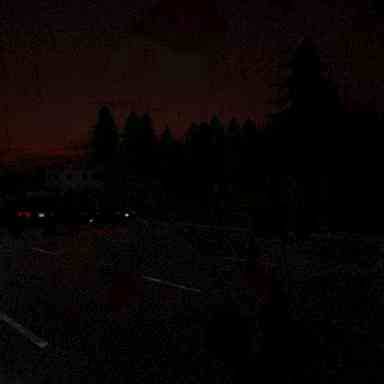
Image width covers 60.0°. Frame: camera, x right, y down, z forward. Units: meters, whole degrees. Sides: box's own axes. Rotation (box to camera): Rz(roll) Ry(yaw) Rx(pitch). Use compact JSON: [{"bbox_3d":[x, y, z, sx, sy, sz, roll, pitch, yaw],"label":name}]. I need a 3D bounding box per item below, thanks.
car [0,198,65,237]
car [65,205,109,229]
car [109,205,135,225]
[{"bbox_3d":[-9.917,1.358,19.406,5.566,2.045,2.150,-1,0,43],"label":"car"},{"bbox_3d":[-8.100,1.611,22.498,4.902,1.511,2.128,-1,0,43],"label":"car"},{"bbox_3d":[-6.210,1.666,25.518,4.181,1.385,1.994,-1,0,43],"label":"car"}]
